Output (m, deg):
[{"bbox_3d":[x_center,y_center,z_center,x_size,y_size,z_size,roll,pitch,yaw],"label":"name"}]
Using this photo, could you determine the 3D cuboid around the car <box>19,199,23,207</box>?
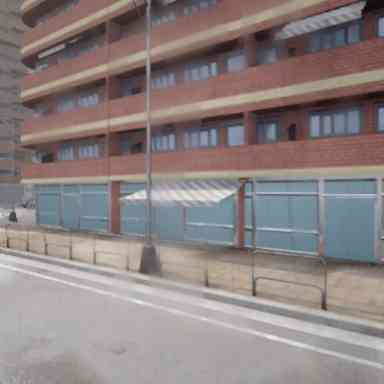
[{"bbox_3d":[-19.736,1.189,43.979,2.150,2.045,5.566,0,0,36],"label":"car"}]

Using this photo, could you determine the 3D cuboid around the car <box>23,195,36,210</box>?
[{"bbox_3d":[-17.671,1.324,40.870,2.097,1.767,4.553,0,0,36],"label":"car"}]
